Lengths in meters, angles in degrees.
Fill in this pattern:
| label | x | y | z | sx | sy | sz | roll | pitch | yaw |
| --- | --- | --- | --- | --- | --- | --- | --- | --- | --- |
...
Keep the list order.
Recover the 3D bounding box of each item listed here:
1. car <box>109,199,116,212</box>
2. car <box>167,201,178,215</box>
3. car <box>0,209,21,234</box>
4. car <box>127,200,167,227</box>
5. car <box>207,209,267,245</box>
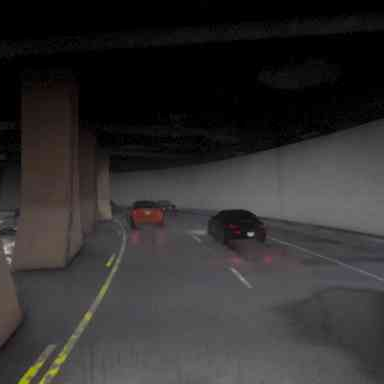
| label | x | y | z | sx | sy | sz | roll | pitch | yaw |
| --- | --- | --- | --- | --- | --- | --- | --- | --- | --- |
| car | -10.412 | 1.550 | 39.197 | 1.812 | 1.442 | 4.674 | 0 | 0 | -34 |
| car | -3.014 | 1.542 | 33.135 | 2.033 | 1.411 | 5.357 | 0 | 0 | -22 |
| car | -9.765 | 1.633 | 19.636 | 1.895 | 1.301 | 4.718 | 0 | 0 | -14 |
| car | -3.319 | 1.353 | 22.927 | 2.097 | 1.767 | 4.553 | 0 | 0 | -15 |
| car | 1.975 | 1.508 | 15.519 | 1.812 | 1.442 | 4.674 | 0 | 0 | -9 |
